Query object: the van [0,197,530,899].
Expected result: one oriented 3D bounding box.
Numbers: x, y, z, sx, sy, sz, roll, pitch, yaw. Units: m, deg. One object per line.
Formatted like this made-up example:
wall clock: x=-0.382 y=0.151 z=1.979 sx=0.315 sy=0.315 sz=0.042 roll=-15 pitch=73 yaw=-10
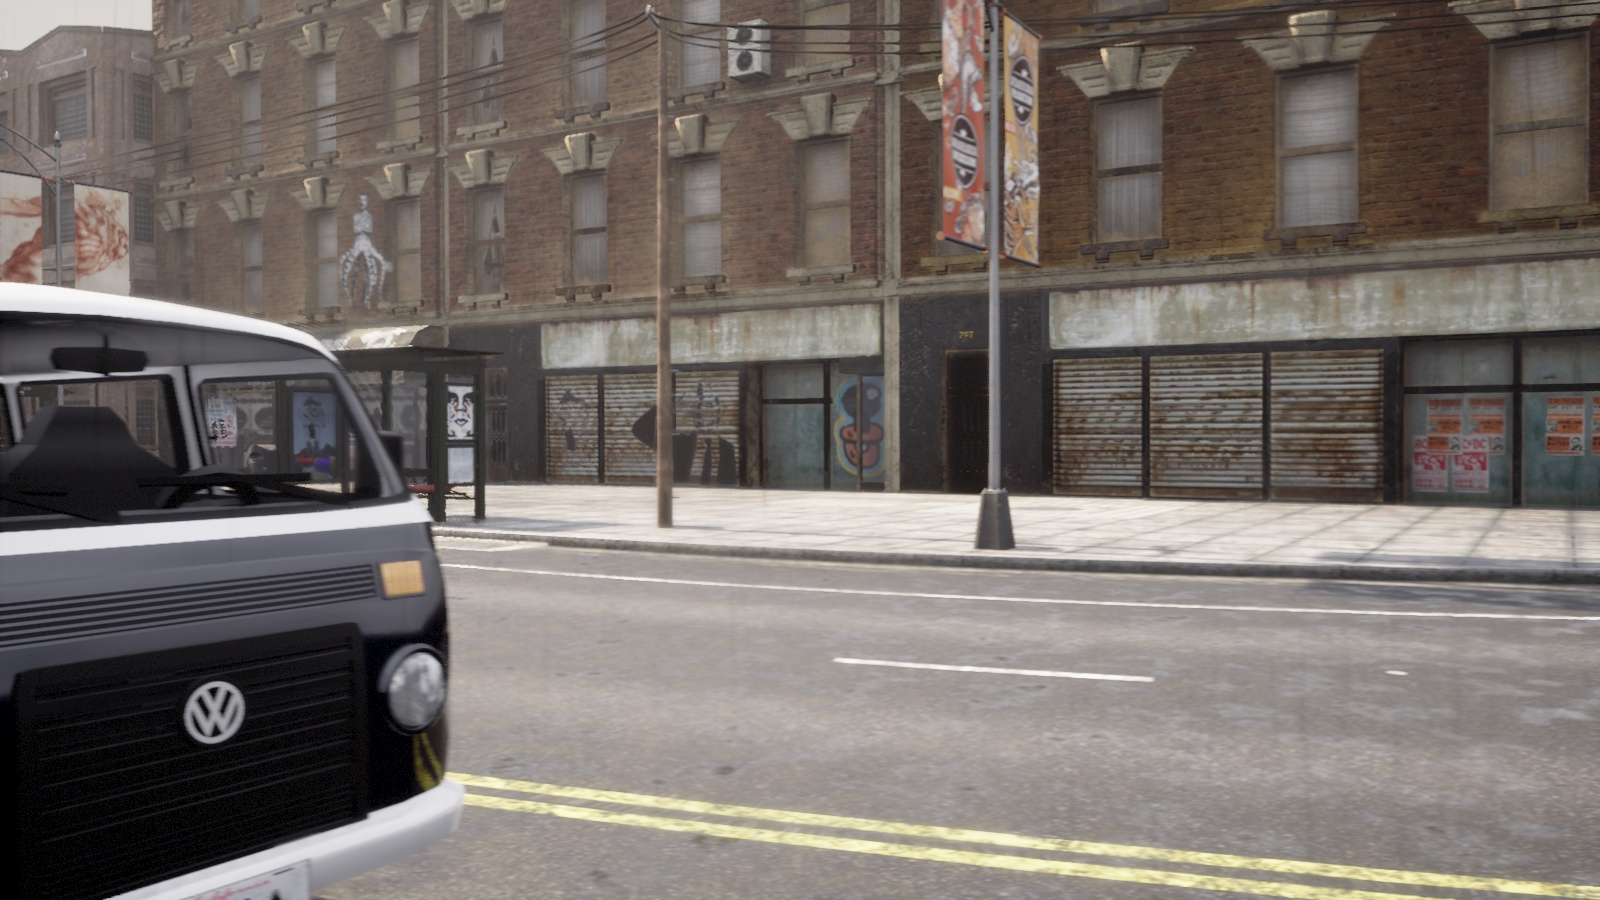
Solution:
van: x=-3.242 y=0.474 z=4.167 sx=4.480 sy=2.038 sz=2.069 roll=1 pitch=1 yaw=34
